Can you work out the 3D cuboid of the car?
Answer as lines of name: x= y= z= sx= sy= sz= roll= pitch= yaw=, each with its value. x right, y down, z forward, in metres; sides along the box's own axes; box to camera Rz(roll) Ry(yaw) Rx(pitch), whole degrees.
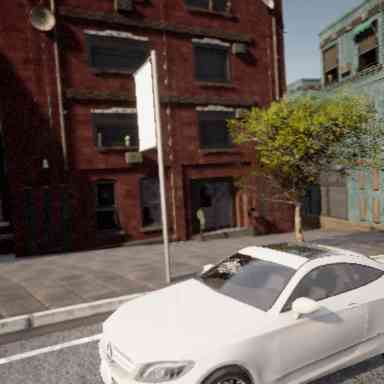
car: x=1.182 y=1.474 z=4.429 sx=4.674 sy=1.442 sz=1.812 roll=0 pitch=1 yaw=-30
